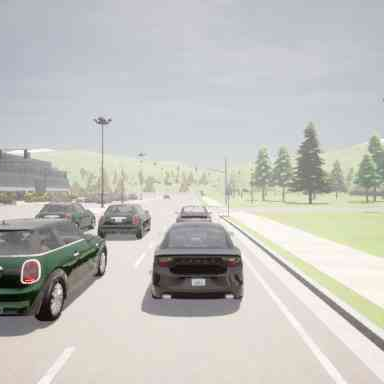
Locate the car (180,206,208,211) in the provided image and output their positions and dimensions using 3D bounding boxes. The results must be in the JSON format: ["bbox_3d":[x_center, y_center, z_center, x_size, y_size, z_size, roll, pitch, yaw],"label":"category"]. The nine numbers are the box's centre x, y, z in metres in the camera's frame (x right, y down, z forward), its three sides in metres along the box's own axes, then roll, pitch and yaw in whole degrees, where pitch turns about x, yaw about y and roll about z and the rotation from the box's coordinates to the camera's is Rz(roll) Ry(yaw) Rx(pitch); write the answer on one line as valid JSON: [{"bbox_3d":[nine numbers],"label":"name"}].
[{"bbox_3d":[0.096,1.491,17.896,2.128,1.511,4.902,0,0,0],"label":"car"}]

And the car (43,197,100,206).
[{"bbox_3d":[-6.919,1.352,18.531,2.097,1.767,4.553,0,0,0],"label":"car"}]

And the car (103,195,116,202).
[{"bbox_3d":[-19.657,1.552,79.647,1.994,1.385,4.181,0,0,0],"label":"car"}]

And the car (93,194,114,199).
[{"bbox_3d":[-16.217,1.525,61.009,1.812,1.442,4.674,0,0,0],"label":"car"}]

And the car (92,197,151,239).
[{"bbox_3d":[-3.415,1.352,17.551,2.097,1.767,4.553,0,0,0],"label":"car"}]

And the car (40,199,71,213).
[{"bbox_3d":[-15.621,1.564,38.357,1.994,1.385,4.181,0,0,-2],"label":"car"}]

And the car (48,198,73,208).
[{"bbox_3d":[-19.821,1.564,50.316,1.994,1.385,4.181,0,0,2],"label":"car"}]

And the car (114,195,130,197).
[{"bbox_3d":[-16.163,1.500,75.878,1.837,1.490,4.892,0,0,0],"label":"car"}]

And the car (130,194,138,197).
[{"bbox_3d":[-16.140,1.355,91.001,2.097,1.767,4.553,0,0,0],"label":"car"}]

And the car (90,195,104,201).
[{"bbox_3d":[-23.155,1.552,81.192,1.994,1.385,4.181,0,0,0],"label":"car"}]

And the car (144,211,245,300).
[{"bbox_3d":[0.112,1.478,8.478,1.882,1.535,5.008,0,0,0],"label":"car"}]

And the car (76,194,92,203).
[{"bbox_3d":[-23.170,1.355,71.476,2.097,1.767,4.553,0,0,0],"label":"car"}]

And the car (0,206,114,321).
[{"bbox_3d":[-3.389,1.352,7.428,2.097,1.767,4.553,0,0,0],"label":"car"}]

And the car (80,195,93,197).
[{"bbox_3d":[-19.701,1.503,65.186,1.837,1.490,4.892,0,0,1],"label":"car"}]
